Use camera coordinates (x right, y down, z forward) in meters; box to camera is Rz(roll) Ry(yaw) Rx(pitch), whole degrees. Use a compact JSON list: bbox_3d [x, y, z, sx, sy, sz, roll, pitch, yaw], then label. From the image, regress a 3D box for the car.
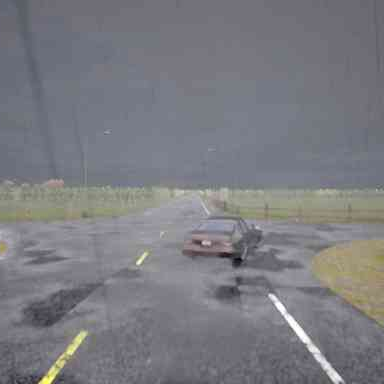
[{"bbox_3d":[1.341,1.617,12.487,2.033,1.411,5.357,0,0,21],"label":"car"}]
